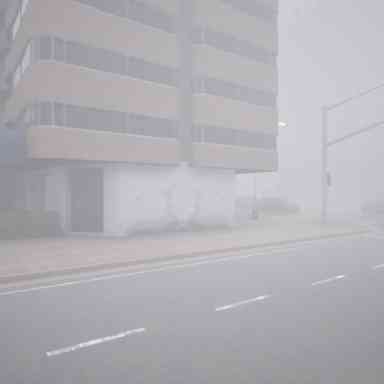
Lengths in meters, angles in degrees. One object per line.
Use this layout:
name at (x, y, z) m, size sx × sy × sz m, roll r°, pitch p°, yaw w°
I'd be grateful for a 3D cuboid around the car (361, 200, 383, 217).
car at (17.645, 1.491, 29.516) m, size 2.128 × 1.511 × 4.902 m, roll 0°, pitch 0°, yaw -40°

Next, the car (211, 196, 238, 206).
car at (5.620, 1.491, 57.932) m, size 2.128 × 1.511 × 4.902 m, roll 0°, pitch 0°, yaw -35°

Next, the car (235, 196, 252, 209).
car at (7.706, 1.351, 42.786) m, size 2.097 × 1.767 × 4.553 m, roll 0°, pitch 0°, yaw -36°

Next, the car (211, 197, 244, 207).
car at (5.445, 1.547, 52.182) m, size 2.033 × 1.411 × 5.357 m, roll 0°, pitch 0°, yaw -36°

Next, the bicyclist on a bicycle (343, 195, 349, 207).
bicyclist on a bicycle at (22.047, 1.300, 47.669) m, size 1.656 × 1.620 × 0.582 m, roll 0°, pitch 0°, yaw -36°

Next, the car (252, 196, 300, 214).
car at (9.035, 1.351, 34.989) m, size 2.097 × 1.767 × 4.553 m, roll 0°, pitch 0°, yaw -36°
